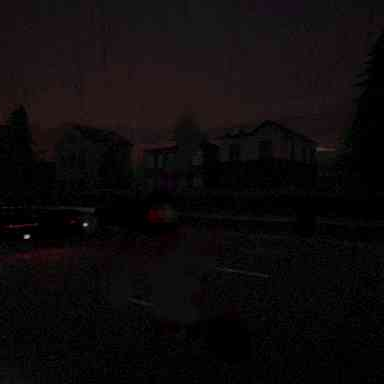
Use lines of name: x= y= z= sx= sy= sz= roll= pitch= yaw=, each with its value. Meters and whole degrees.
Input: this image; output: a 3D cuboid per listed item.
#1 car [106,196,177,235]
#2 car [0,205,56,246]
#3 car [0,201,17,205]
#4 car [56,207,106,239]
car: x=-3.405 y=1.225 z=19.281 sx=5.566 sy=2.045 sz=2.150 roll=0 pitch=0 yaw=36
car: x=-8.296 y=1.494 z=14.180 sx=4.902 sy=1.511 sz=2.128 roll=0 pitch=0 yaw=36
car: x=-16.584 y=1.497 z=28.698 sx=4.902 sy=1.511 sz=2.128 roll=0 pitch=0 yaw=36
car: x=-6.835 y=1.566 z=17.441 sx=4.181 sy=1.385 sz=1.994 roll=0 pitch=0 yaw=36
